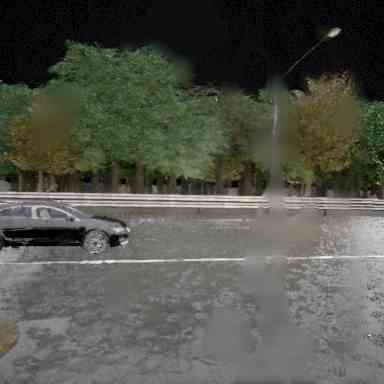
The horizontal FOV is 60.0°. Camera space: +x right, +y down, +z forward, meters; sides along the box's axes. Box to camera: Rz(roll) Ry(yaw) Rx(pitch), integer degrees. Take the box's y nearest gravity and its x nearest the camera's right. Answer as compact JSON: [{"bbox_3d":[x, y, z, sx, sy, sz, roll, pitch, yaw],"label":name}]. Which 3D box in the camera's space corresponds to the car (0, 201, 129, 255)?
[{"bbox_3d":[-4.463,1.065,10.441,4.902,1.511,2.128,1,1,-11],"label":"car"}]
